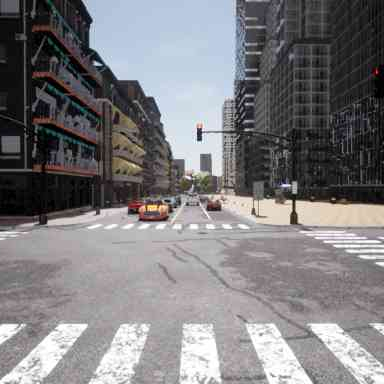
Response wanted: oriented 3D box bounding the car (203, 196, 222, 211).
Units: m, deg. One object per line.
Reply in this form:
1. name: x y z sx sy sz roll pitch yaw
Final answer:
1. car: 2.659 1.540 41.048 1.887 1.381 4.507 -1 0 0

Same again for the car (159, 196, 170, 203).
1. car: -5.678 1.583 69.238 1.802 1.307 4.206 -1 0 0

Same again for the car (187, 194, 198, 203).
1. car: 0.124 1.353 69.895 2.097 1.767 4.553 0 0 0

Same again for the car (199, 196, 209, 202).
1. car: 2.671 1.547 74.942 1.887 1.381 4.507 -1 0 0

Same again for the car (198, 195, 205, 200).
1. car: 2.676 1.534 92.059 1.752 1.417 4.829 -1 0 0

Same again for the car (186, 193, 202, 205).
1. car: 0.121 1.220 57.733 2.150 2.045 5.566 0 0 0

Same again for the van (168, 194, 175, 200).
1. van: -5.674 1.350 91.833 1.690 1.788 3.998 -1 0 0

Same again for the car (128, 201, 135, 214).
1. car: -5.689 1.540 35.344 1.887 1.381 4.507 -1 0 0

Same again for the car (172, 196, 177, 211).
1. car: -3.084 1.500 37.597 1.837 1.490 4.892 0 0 0

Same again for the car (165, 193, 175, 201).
1. car: -5.676 1.322 86.185 2.192 1.841 5.009 -1 0 0

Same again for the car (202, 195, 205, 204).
1. car: 2.667 1.551 63.644 2.008 1.369 4.403 -1 0 0

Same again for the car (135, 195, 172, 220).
1. car: -3.090 1.348 27.600 2.097 1.767 4.553 0 0 0

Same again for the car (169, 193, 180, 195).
1. car: -3.031 1.220 58.243 2.150 2.045 5.566 0 0 1

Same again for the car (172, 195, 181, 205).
1. car: -3.076 1.544 47.925 2.033 1.411 5.357 0 0 0
